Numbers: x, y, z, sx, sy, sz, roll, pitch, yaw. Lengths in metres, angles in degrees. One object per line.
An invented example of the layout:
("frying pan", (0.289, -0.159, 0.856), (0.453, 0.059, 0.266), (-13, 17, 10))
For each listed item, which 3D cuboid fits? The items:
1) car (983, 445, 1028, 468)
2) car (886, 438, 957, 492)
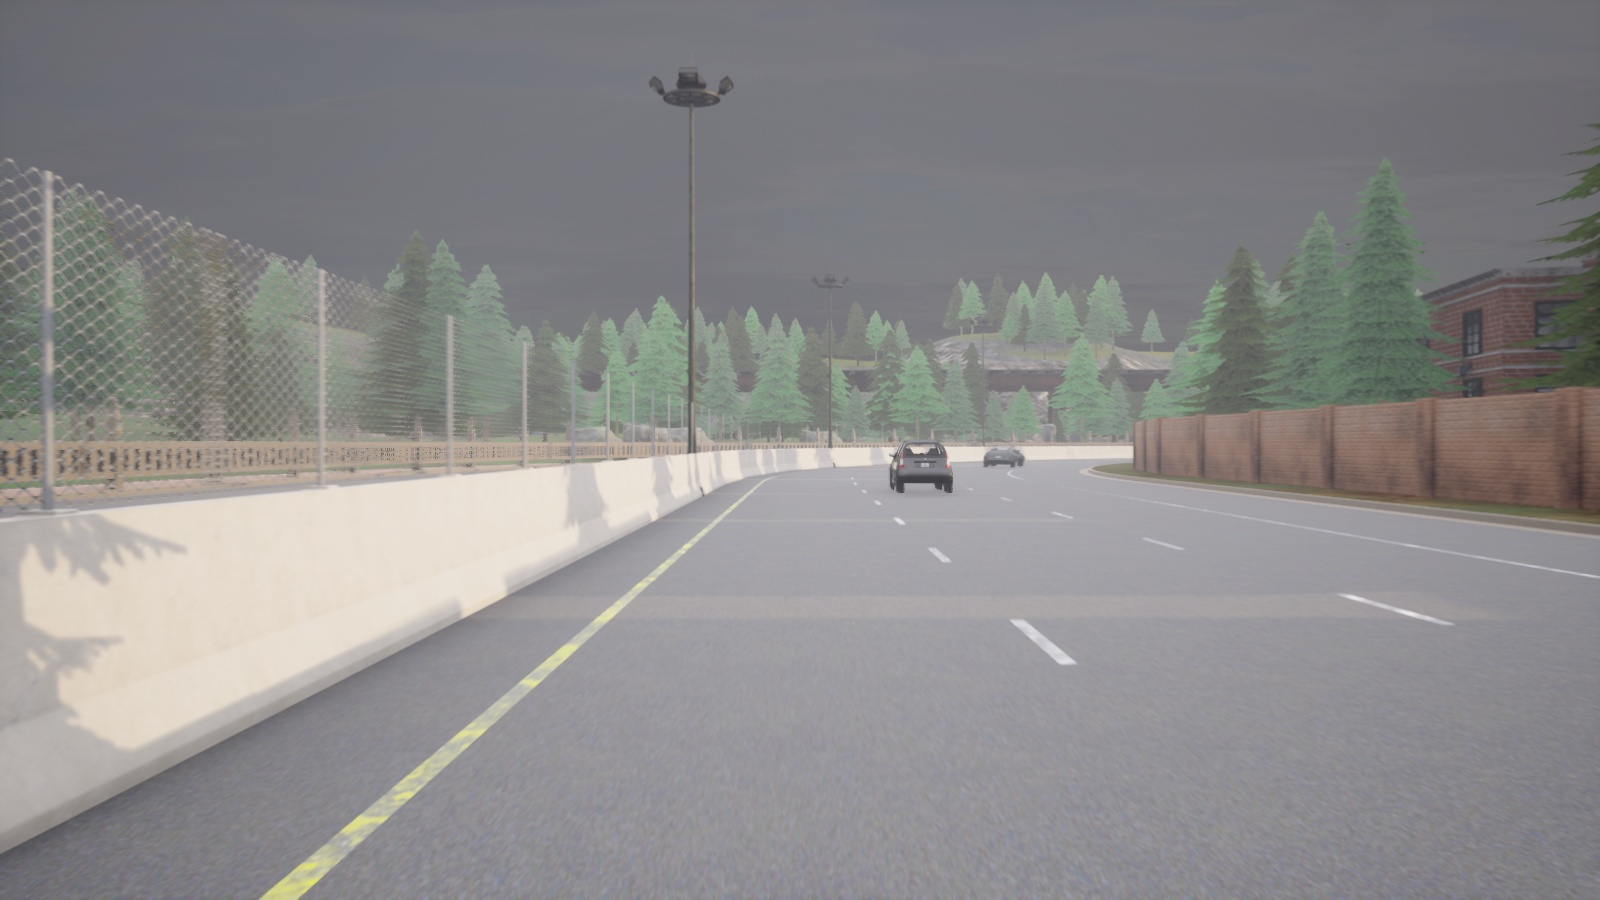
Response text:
("car", (12.681, 0.401, 77.446), (1.994, 1.385, 4.181), (0, 0, 20))
("car", (3.740, 0.435, 39.344), (1.851, 1.617, 3.988), (0, 0, 0))
